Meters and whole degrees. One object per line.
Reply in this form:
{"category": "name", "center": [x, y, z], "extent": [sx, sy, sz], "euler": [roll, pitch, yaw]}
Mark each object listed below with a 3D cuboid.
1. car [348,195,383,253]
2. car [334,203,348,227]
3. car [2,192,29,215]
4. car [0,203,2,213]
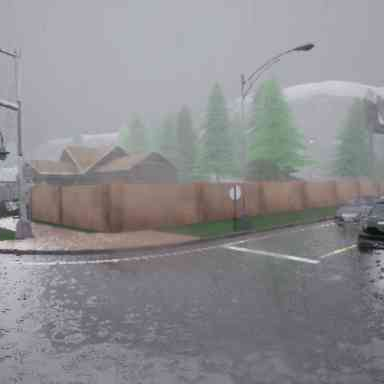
{"category": "car", "center": [7.219, 0.971, 10.687], "extent": [4.553, 1.767, 2.097], "euler": [-2, 1, -40]}
{"category": "car", "center": [9.110, 0.946, 17.127], "extent": [4.902, 1.511, 2.128], "euler": [-2, 1, -42]}
{"category": "car", "center": [-12.261, 0.892, 26.804], "extent": [4.605, 1.855, 1.932], "euler": [-2, 2, -43]}
{"category": "car", "center": [-14.257, 0.907, 28.382], "extent": [3.866, 1.878, 1.905], "euler": [-2, 2, -43]}
